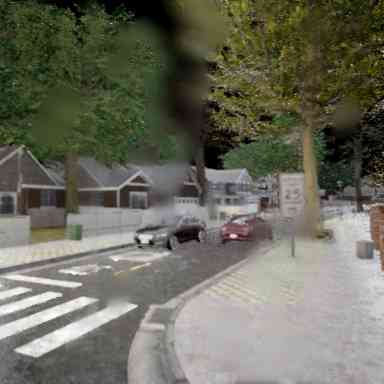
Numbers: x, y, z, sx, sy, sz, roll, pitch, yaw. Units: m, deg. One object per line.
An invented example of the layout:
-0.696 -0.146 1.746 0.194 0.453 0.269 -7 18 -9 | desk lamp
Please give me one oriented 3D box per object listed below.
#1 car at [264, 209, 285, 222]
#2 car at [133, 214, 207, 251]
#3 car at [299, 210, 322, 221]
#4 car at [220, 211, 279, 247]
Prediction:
7.910 2.395 33.109 1.895 1.301 4.718 -1 -2 29 | car
-0.908 1.862 16.128 2.128 1.511 4.902 -1 -2 26 | car
12.829 2.335 35.898 2.128 1.511 4.902 -1 -2 29 | car
2.933 1.907 17.315 1.812 1.442 4.674 -1 -2 27 | car
